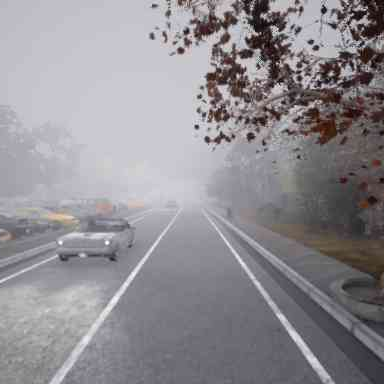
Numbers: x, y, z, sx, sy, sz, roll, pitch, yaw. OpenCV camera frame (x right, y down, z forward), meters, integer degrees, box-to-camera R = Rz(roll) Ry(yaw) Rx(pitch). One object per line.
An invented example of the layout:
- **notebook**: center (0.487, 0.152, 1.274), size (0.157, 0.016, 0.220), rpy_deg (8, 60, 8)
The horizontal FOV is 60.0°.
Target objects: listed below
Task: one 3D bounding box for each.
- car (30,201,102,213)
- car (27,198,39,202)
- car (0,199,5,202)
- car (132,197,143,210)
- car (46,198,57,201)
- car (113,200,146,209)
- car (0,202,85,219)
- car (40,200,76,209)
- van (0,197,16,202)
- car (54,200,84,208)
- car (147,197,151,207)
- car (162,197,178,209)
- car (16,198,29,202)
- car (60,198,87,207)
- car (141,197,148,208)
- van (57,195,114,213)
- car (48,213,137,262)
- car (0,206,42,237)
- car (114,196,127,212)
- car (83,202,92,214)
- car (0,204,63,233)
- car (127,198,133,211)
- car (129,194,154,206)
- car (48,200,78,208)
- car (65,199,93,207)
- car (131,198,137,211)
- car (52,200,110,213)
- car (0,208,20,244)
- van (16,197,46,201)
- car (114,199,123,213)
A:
- **car**: center (-10.237, 1.727, 27.048), size (4.792, 1.488, 2.163), rpy_deg (0, -1, 0)
- **car**: center (-23.350, 1.898, 43.638), size (4.792, 1.488, 2.163), rpy_deg (0, -1, 0)
- **car**: center (-23.338, 1.774, 35.462), size (5.008, 1.535, 2.097), rpy_deg (0, -1, 0)
- **car**: center (-10.052, 1.909, 46.348), size (5.366, 1.575, 1.946), rpy_deg (0, -1, 0)
- **car**: center (-23.284, 1.991, 49.302), size (4.792, 1.488, 2.163), rpy_deg (0, -1, 0)
- **car**: center (-10.231, 2.060, 54.796), size (4.892, 1.521, 2.231), rpy_deg (0, -1, 0)
- **car**: center (-10.089, 1.644, 21.495), size (5.366, 1.575, 1.946), rpy_deg (0, -1, 0)
- **car**: center (-23.114, 2.106, 57.610), size (5.366, 1.575, 1.946), rpy_deg (0, -1, 0)
- **van**: center (-23.221, 1.576, 38.250), size (4.442, 1.987, 1.878), rpy_deg (0, -1, 0)
- **car**: center (-23.262, 2.237, 63.149), size (4.792, 1.488, 2.163), rpy_deg (0, -1, 0)
- **car**: center (-10.406, 2.106, 57.573), size (5.366, 1.575, 1.946), rpy_deg (0, -1, 0)
- **car**: center (-3.397, 2.033, 55.582), size (1.837, 1.490, 4.892), rpy_deg (0, -1, 0)
- **car**: center (-23.354, 1.863, 40.999), size (4.792, 1.488, 2.163), rpy_deg (0, -1, 0)
- **car**: center (-23.319, 2.129, 65.797), size (4.553, 1.767, 2.185), rpy_deg (0, -1, 0)
- **car**: center (-10.043, 2.007, 52.021), size (5.366, 1.575, 1.946), rpy_deg (0, -1, 0)
- **van**: center (-10.374, 1.523, 32.602), size (4.442, 1.987, 1.878), rpy_deg (0, -1, 0)
- **car**: center (-3.352, 1.667, 12.445), size (1.895, 1.301, 4.718), rpy_deg (0, 0, 0)
- **car**: center (-10.276, 1.598, 15.944), size (4.892, 1.521, 2.231), rpy_deg (0, -1, 0)
- **car**: center (-10.281, 1.676, 38.151), size (4.553, 1.767, 2.185), rpy_deg (0, -1, 0)
- **car**: center (-10.241, 1.702, 24.271), size (4.792, 1.488, 2.163), rpy_deg (0, -1, 0)
- **car**: center (-10.285, 1.623, 18.720), size (4.892, 1.521, 2.231), rpy_deg (0, -1, 0)
- **car**: center (-10.239, 1.834, 40.929), size (4.892, 1.521, 2.231), rpy_deg (0, -1, 0)
- **car**: center (-10.244, 1.907, 60.353), size (5.566, 2.045, 2.435), rpy_deg (0, -1, 0)
- **car**: center (-23.293, 2.198, 60.380), size (4.674, 1.452, 2.002), rpy_deg (0, -1, 0)
- **car**: center (-23.278, 2.303, 68.566), size (5.008, 1.535, 2.097), rpy_deg (0, -1, 0)
- **car**: center (-10.426, 1.867, 43.696), size (5.366, 1.575, 1.946), rpy_deg (0, -1, 0)
- **car**: center (-10.233, 1.753, 29.824), size (4.792, 1.488, 2.163), rpy_deg (0, -1, 0)
- **car**: center (-10.101, 1.569, 13.167), size (5.366, 1.575, 1.946), rpy_deg (0, -1, 0)
- **van**: center (-23.433, 1.686, 46.413), size (4.442, 1.987, 1.878), rpy_deg (0, -1, 0)
- **car**: center (-10.283, 1.803, 35.376), size (4.792, 1.488, 2.163), rpy_deg (0, -1, 0)
